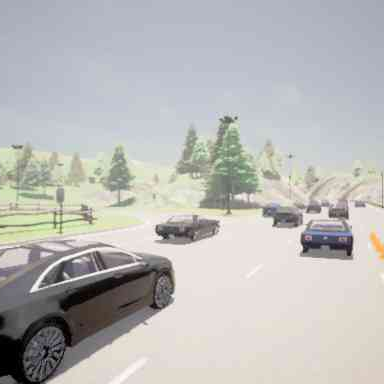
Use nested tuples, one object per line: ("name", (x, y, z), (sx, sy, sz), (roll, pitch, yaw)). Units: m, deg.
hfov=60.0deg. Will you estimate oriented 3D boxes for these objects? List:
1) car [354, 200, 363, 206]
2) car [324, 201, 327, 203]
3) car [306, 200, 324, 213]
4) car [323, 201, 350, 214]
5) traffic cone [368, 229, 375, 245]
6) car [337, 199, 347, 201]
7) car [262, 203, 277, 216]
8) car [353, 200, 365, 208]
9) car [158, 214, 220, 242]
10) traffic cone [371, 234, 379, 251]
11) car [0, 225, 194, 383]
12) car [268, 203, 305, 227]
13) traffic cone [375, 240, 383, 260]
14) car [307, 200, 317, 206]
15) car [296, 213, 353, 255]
("car", (39.463, 2.595, 78.930), (1.882, 1.535, 5.008), (0, -1, 25))
("car", (30.012, 2.674, 75.163), (2.033, 1.411, 5.357), (0, -1, 25))
("car", (17.866, 2.238, 48.644), (1.837, 1.490, 4.892), (0, -1, 25))
("car", (15.088, 2.013, 34.289), (2.128, 1.511, 4.902), (0, -1, 25))
("traffic cone", (8.587, 2.197, 15.658), (0.340, 0.580, 0.340), (0, -1, 25))
("car", (24.691, 2.383, 55.064), (2.033, 1.411, 5.357), (0, -1, 25))
("car", (9.635, 2.060, 39.175), (1.882, 1.535, 5.008), (0, -1, 25))
("car", (35.251, 2.607, 69.814), (1.994, 1.385, 4.181), (0, -1, 25))
("car", (-0.063, 1.865, 18.193), (1.895, 1.301, 4.718), (0, -1, 25))
("traffic cone", (7.748, 2.169, 13.843), (0.340, 0.580, 0.340), (0, -1, 25))
("car", (-2.000, 1.572, 5.657), (2.128, 1.511, 4.902), (0, -1, 25))
("car", (7.772, 1.906, 26.802), (1.837, 1.490, 4.892), (0, -1, 25))
("traffic cone", (6.909, 2.142, 12.027), (0.340, 0.580, 0.340), (0, -1, 25))
("car", (30.766, 2.779, 85.139), (1.837, 1.490, 4.892), (0, -1, 25))
("car", (5.947, 1.822, 14.509), (1.895, 1.301, 4.718), (0, -1, 25))
